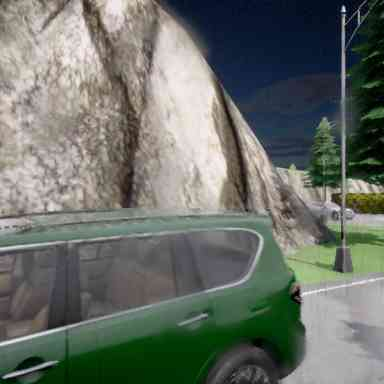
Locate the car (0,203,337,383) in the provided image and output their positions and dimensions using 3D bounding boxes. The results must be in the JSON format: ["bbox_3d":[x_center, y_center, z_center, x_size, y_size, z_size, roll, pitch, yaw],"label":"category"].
[{"bbox_3d":[-1.411,1.221,2.819,5.566,2.045,2.150,0,0,-34],"label":"car"}]

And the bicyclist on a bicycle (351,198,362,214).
[{"bbox_3d":[16.488,1.453,33.370,1.656,1.620,0.582,0,0,-28],"label":"bicyclist on a bicycle"}]

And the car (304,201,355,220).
[{"bbox_3d":[11.314,1.526,27.989,1.812,1.442,4.674,0,0,-28],"label":"car"}]
